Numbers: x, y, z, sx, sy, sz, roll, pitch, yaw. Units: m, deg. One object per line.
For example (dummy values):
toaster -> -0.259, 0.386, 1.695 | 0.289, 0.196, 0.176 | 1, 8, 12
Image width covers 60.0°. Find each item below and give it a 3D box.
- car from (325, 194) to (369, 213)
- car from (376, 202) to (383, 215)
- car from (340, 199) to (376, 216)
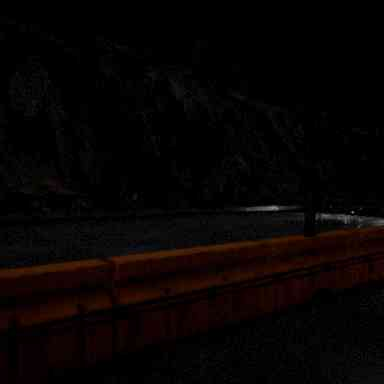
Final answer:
car -> 16.941, 1.196, 36.041 | 5.566, 2.045, 2.150 | 0, 0, -28
car -> 19.211, 1.198, 29.317 | 5.566, 2.045, 2.150 | 0, 0, -28
car -> 16.854, 1.577, 31.990 | 4.718, 1.301, 1.895 | 0, 0, -29
